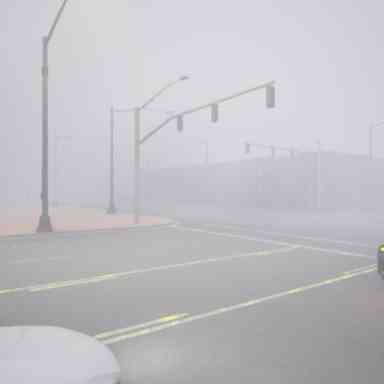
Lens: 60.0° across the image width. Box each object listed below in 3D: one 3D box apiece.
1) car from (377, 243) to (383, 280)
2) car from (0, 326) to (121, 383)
[{"bbox_3d":[6.567,1.503,8.565,4.892,1.490,1.837,0,0,-37],"label":"car"},{"bbox_3d":[-2.674,1.526,1.835,4.674,1.442,1.812,0,0,-35],"label":"car"}]
